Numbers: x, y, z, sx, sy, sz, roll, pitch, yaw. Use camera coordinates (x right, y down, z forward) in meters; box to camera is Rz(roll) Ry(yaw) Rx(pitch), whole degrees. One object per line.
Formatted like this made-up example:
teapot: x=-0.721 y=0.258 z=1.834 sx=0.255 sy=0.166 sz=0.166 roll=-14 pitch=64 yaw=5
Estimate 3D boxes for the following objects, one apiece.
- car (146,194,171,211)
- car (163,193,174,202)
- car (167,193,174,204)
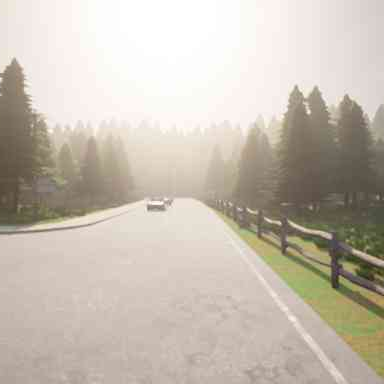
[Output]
car: x=-3.689 y=1.266 z=35.475 sx=2.033 sy=1.411 sz=5.357 roll=0 pitch=0 yaw=-1
car: x=-4.307 y=1.031 z=61.181 sx=1.837 sy=1.490 sz=4.892 roll=0 pitch=0 yaw=-2
car: x=-3.886 y=1.203 z=46.652 sx=1.994 sy=1.385 sz=4.181 roll=0 pitch=0 yaw=-2
